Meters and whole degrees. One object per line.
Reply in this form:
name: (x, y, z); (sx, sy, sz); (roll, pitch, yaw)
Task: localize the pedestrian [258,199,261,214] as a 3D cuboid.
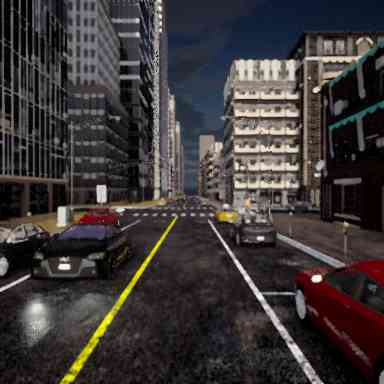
pedestrian: (7.094, 1.592, 35.355); (0.375, 1.860, 0.375); (-1, 0, 0)

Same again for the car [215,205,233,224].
car: (2.775, 1.743, 27.194); (1.752, 1.417, 4.829); (-1, 0, 0)

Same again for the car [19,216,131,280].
car: (-3.110, 1.645, 10.108); (1.994, 1.385, 4.181); (0, 0, 0)

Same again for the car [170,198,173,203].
car: (-5.785, 2.136, 70.622); (1.947, 1.339, 4.313); (-1, 0, 0)

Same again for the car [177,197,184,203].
car: (-3.105, 2.228, 89.998); (1.837, 1.490, 4.892); (0, 0, 0)

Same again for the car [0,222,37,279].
car: (-5.817, 1.633, 10.138); (2.008, 1.369, 4.403); (-1, 0, 0)

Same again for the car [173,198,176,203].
car: (-5.805, 2.253, 87.585); (1.887, 1.381, 4.507); (-1, 0, 0)

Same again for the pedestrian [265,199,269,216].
pedestrian: (8.093, 1.627, 35.956); (0.375, 1.860, 0.375); (-1, 0, 0)

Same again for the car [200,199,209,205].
car: (2.595, 2.121, 70.632); (2.008, 1.369, 4.403); (-1, 0, 0)

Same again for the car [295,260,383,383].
car: (2.741, 1.581, 4.447); (1.887, 1.381, 4.507); (-1, 0, 0)

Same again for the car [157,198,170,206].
car: (-5.778, 2.048, 64.798); (1.752, 1.417, 4.829); (-1, 0, 0)

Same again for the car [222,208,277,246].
car: (2.789, 1.677, 15.735); (2.008, 1.369, 4.403); (-1, 0, 0)

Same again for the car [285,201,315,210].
car: (16.255, 2.035, 50.172); (4.403, 1.369, 2.008); (0, 0, 1)

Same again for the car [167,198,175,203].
car: (-5.811, 2.337, 93.239); (1.802, 1.307, 4.206); (-1, 0, 0)

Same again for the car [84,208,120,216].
car: (-5.857, 1.717, 21.427); (1.887, 1.381, 4.507); (-1, 0, 0)

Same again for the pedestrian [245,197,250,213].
pedestrian: (6.093, 1.445, 36.553); (0.375, 1.860, 0.375); (-1, 0, 0)
